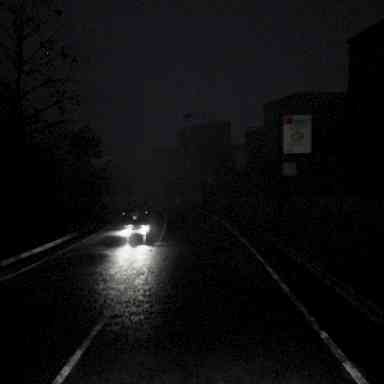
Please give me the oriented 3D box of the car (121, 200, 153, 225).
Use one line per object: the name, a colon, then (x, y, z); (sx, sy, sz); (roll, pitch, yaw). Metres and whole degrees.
car: (-3.759, 1.316, 23.066); (2.128, 1.511, 4.902); (-3, 1, -5)
